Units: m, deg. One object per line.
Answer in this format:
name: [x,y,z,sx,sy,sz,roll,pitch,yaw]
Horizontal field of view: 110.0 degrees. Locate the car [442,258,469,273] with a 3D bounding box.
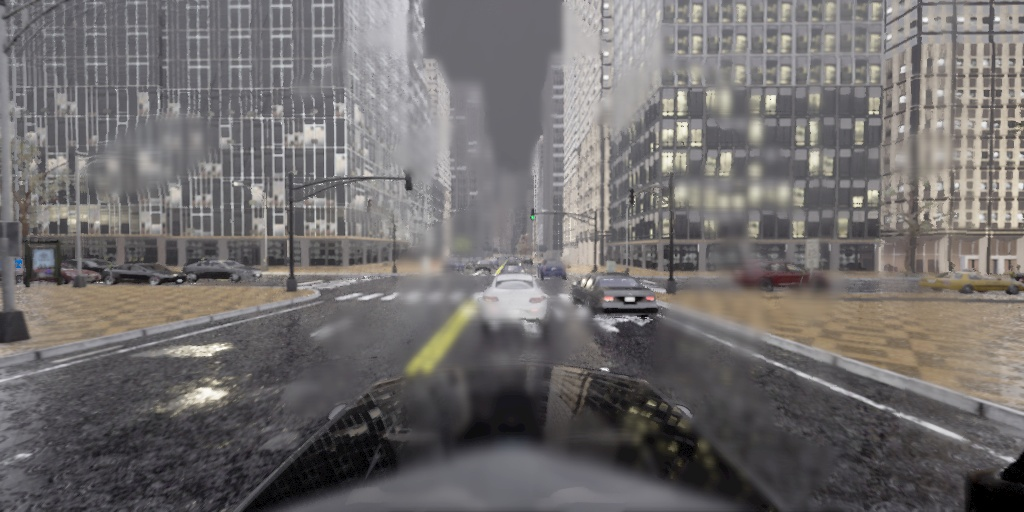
car: [-6.652,0.986,41.239,2.097,1.767,4.553,0,0,1]

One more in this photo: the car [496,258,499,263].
car: [-3.364,1.195,52.987,1.895,1.301,4.718,0,0,0]

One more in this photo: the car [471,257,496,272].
car: [-3.371,1.175,43.226,2.033,1.411,5.357,0,0,0]

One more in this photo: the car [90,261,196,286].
car: [-22.745,1.133,22.242,4.313,1.339,1.948,0,0,1]

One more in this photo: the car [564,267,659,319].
car: [3.341,1.267,12.682,2.033,1.411,5.357,0,0,0]

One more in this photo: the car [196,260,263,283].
car: [-20.044,1.033,24.895,4.902,1.511,2.128,1,1,1]

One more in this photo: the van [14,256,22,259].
van: [-45.308,0.544,31.191,3.998,1.789,1.690,0,0,1]

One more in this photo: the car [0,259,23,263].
car: [-34.110,1.027,22.540,4.313,1.339,1.948,0,0,1]

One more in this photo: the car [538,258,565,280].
car: [3.342,0.998,30.384,2.097,1.767,4.553,1,1,0]

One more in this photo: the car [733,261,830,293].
car: [16.180,1.229,21.744,5.009,1.841,2.192,0,0,1]

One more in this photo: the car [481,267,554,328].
car: [0.093,1.250,11.166,1.812,1.442,4.674,0,0,0]

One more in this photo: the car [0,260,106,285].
car: [-28.429,1.096,22.371,4.207,1.307,1.802,0,0,1]

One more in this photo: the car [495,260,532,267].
car: [0.102,1.246,25.978,2.033,1.411,5.357,1,1,0]

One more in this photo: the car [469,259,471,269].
car: [-6.621,1.109,50.336,1.837,1.490,4.892,0,0,0]

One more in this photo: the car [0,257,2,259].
car: [-40.055,0.580,25.290,5.566,2.045,2.150,1,1,1]
